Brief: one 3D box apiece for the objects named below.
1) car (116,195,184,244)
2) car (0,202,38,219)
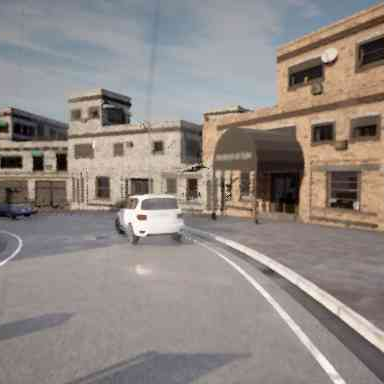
[{"bbox_3d":[-2.139,1.137,15.650,2.150,2.045,5.566,-1,1,-21],"label":"car"},{"bbox_3d":[-16.174,1.599,29.228,5.357,1.411,2.033,-1,2,21],"label":"car"}]
